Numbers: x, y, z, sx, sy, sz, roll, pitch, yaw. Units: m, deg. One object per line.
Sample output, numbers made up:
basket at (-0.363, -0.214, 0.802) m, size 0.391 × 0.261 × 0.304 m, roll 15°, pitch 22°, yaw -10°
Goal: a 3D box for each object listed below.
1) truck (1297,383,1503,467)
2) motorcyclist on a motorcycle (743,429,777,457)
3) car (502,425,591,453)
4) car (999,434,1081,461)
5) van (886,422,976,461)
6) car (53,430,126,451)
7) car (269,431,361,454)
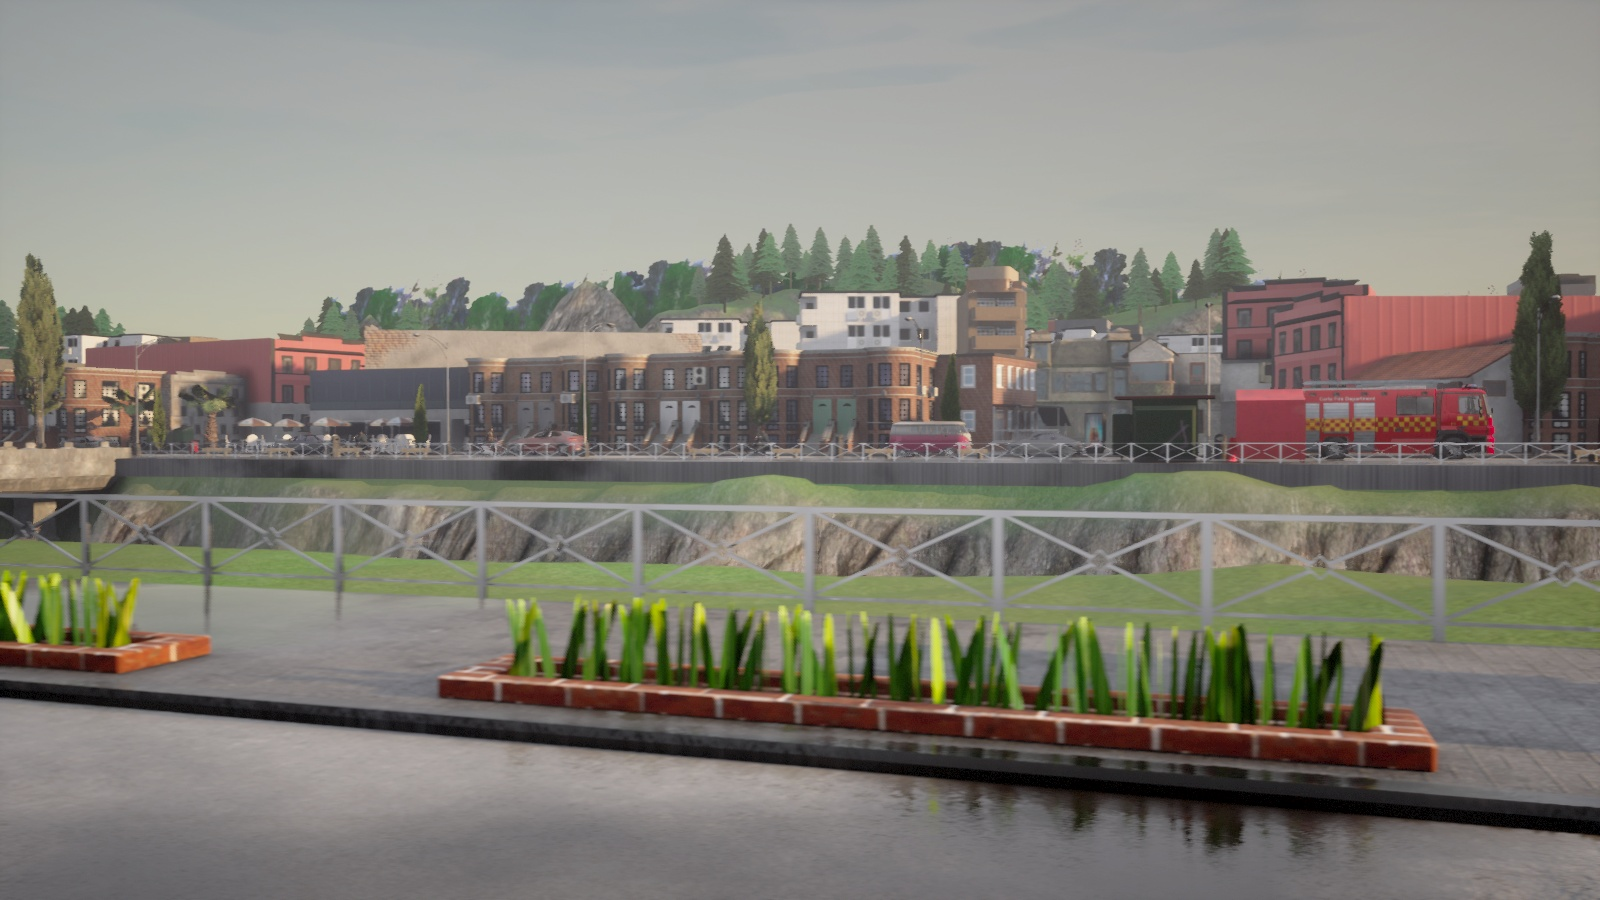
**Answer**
truck at (28.140, -1.183, 59.336) m, size 8.468 × 3.827 × 2.891 m, roll 1°, pitch 1°, yaw 19°
motorcyclist on a motorcycle at (-2.357, -0.411, 73.821) m, size 1.817 × 1.590 × 0.866 m, roll 1°, pitch 1°, yaw 19°
car at (-15.828, -0.709, 78.346) m, size 5.027 × 1.651 × 2.152 m, roll 1°, pitch 1°, yaw 19°
car at (13.124, -0.159, 68.620) m, size 4.181 × 1.385 × 1.994 m, roll 1°, pitch 1°, yaw 19°
van at (6.918, -0.459, 66.482) m, size 4.442 × 1.987 × 1.775 m, roll 1°, pitch 1°, yaw 19°
car at (-48.070, -0.651, 84.969) m, size 4.181 × 1.385 × 1.994 m, roll 1°, pitch 1°, yaw 19°
car at (-30.533, -0.507, 79.074) m, size 5.357 × 1.411 × 2.033 m, roll 1°, pitch 1°, yaw 19°
